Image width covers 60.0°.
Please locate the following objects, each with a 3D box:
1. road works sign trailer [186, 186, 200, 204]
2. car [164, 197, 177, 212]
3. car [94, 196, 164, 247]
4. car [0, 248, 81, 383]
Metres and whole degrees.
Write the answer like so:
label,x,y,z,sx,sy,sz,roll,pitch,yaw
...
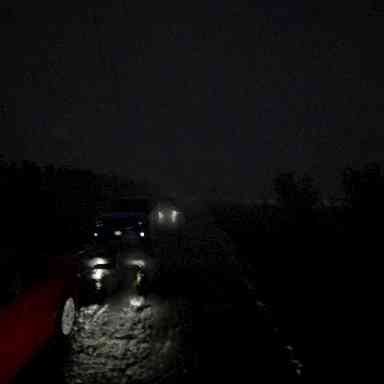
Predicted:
label,x,y,z,sx,sy,sz,roll,pitch,yaw
road works sign trailer,-0.021,0.579,67.970,2.380,3.560,2.880,0,0,0
car,-2.855,1.391,39.725,2.097,1.767,4.553,0,0,0
car,-2.793,1.229,15.509,2.150,2.045,5.566,0,0,1
car,-2.842,1.478,3.696,1.882,1.535,5.008,0,0,0
